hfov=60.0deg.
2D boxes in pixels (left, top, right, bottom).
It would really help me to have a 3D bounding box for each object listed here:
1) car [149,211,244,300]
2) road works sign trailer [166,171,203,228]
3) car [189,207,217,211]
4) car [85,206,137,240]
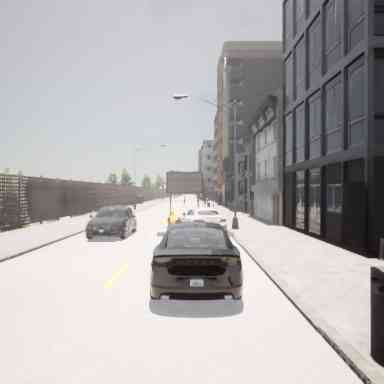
[{"bbox_3d":[0.087,1.476,8.428,1.882,1.535,5.008,0,0,0],"label":"car"},{"bbox_3d":[-0.509,0.459,21.251,2.380,3.560,2.880,0,0,-16],"label":"road works sign trailer"},{"bbox_3d":[0.537,1.534,17.775,1.812,1.442,4.674,0,-1,-11],"label":"car"},{"bbox_3d":[-4.023,1.500,17.173,1.837,1.490,4.892,0,0,0],"label":"car"}]
